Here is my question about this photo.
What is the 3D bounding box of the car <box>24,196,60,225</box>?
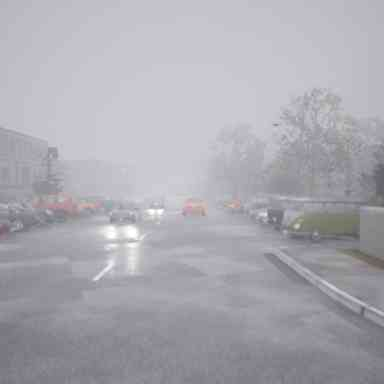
[{"bbox_3d":[-11.401,1.375,21.919,4.553,1.767,2.185,-1,0,-20],"label":"car"}]

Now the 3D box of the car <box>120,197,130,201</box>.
[{"bbox_3d":[-11.334,1.457,45.383,4.553,1.767,2.185,-1,-1,-20],"label":"car"}]

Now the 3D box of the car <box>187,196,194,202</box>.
[{"bbox_3d":[-0.403,1.951,95.499,2.097,1.535,5.008,0,-1,-1],"label":"car"}]

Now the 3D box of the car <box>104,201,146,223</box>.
[{"bbox_3d":[-5.036,1.623,25.785,1.895,1.301,4.718,0,0,0],"label":"car"}]

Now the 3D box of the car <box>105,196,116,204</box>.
[{"bbox_3d":[-11.320,1.542,36.588,5.008,1.535,2.097,-1,0,-20],"label":"car"}]

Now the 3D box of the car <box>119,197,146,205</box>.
[{"bbox_3d":[-11.256,1.718,62.993,4.674,1.452,2.002,-1,-1,-20],"label":"car"}]

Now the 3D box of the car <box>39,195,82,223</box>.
[{"bbox_3d":[-11.387,1.256,24.843,5.566,2.045,2.435,-1,0,-20],"label":"car"}]

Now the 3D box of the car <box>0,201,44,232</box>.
[{"bbox_3d":[-11.366,1.499,18.988,4.892,1.521,2.231,-1,0,-20],"label":"car"}]

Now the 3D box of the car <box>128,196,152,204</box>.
[{"bbox_3d":[-11.227,1.728,71.790,4.892,1.521,2.231,-1,0,-20],"label":"car"}]

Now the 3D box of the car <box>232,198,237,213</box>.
[{"bbox_3d":[6.467,1.558,30.610,4.674,1.452,2.002,1,0,-20],"label":"car"}]

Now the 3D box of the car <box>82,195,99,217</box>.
[{"bbox_3d":[-11.314,1.395,30.729,4.553,1.767,2.185,-1,0,-20],"label":"car"}]

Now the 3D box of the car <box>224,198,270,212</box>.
[{"bbox_3d":[6.488,1.552,39.439,4.892,1.521,2.231,1,-1,-20],"label":"car"}]

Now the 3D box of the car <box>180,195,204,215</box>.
[{"bbox_3d":[0.184,1.399,34.467,2.097,1.767,4.553,0,0,0],"label":"car"}]

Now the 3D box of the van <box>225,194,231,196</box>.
[{"bbox_3d":[6.612,1.341,42.430,4.442,1.987,1.878,1,-1,-20],"label":"van"}]

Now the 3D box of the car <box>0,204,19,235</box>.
[{"bbox_3d":[-11.350,1.524,16.061,4.792,1.488,2.163,-1,0,-20],"label":"car"}]

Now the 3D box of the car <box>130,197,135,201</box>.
[{"bbox_3d":[-11.300,1.598,48.322,4.892,1.521,2.231,-1,-1,-20],"label":"car"}]

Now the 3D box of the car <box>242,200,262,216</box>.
[{"bbox_3d":[6.457,1.545,24.716,4.674,1.452,2.002,1,0,-20],"label":"car"}]

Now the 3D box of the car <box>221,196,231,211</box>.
[{"bbox_3d":[6.314,1.534,36.430,5.366,1.575,1.946,1,0,-20],"label":"car"}]

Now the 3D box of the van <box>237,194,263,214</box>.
[{"bbox_3d":[6.359,1.284,27.618,4.442,1.987,1.878,1,0,-20],"label":"van"}]

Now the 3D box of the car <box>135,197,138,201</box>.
[{"bbox_3d":[-11.258,1.643,51.269,4.792,1.488,2.163,-1,-1,-20],"label":"car"}]

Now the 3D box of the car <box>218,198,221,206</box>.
[{"bbox_3d":[6.539,1.609,45.338,4.792,1.488,2.163,1,-1,-20],"label":"car"}]

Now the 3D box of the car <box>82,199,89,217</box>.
[{"bbox_3d":[-11.352,1.554,27.791,4.674,1.452,2.002,-1,0,-20],"label":"car"}]

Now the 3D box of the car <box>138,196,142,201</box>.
[{"bbox_3d":[-11.288,1.631,54.195,4.892,1.521,2.231,-1,-1,-20],"label":"car"}]

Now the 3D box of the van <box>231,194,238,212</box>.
[{"bbox_3d":[6.591,1.305,33.593,4.442,1.987,1.878,1,0,-20],"label":"van"}]

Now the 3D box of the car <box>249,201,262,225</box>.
[{"bbox_3d":[6.452,1.539,21.770,4.674,1.452,2.002,1,0,-20],"label":"car"}]

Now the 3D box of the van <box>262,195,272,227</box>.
[{"bbox_3d":[6.550,1.272,18.874,4.442,1.987,1.878,1,0,-20],"label":"van"}]

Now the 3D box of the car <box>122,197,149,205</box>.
[{"bbox_3d":[-11.253,1.695,65.927,4.892,1.521,2.231,-1,-1,-20],"label":"car"}]

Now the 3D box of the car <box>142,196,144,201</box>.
[{"bbox_3d":[-11.272,1.686,57.125,4.674,1.452,2.002,-1,-1,-20],"label":"car"}]

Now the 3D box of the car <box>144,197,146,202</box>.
[{"bbox_3d":[-11.434,1.661,59.990,5.366,1.575,1.946,-1,0,-20],"label":"car"}]

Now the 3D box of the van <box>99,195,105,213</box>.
[{"bbox_3d":[-11.445,1.307,33.612,4.442,1.987,1.878,-1,0,-20],"label":"van"}]

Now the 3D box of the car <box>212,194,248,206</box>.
[{"bbox_3d":[6.522,1.391,57.092,5.566,2.045,2.435,1,0,-20],"label":"car"}]

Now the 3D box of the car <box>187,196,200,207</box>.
[{"bbox_3d":[0.232,1.514,57.253,2.097,1.767,4.553,0,0,1],"label":"car"}]

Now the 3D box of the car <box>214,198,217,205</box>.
[{"bbox_3d":[6.562,1.657,54.173,4.792,1.488,2.163,1,-1,-20],"label":"car"}]

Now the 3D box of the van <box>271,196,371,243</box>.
[{"bbox_3d":[6.325,1.266,15.842,4.442,1.987,1.878,1,0,-20],"label":"van"}]

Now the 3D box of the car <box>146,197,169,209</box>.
[{"bbox_3d":[-4.882,1.603,47.898,2.128,1.511,4.902,0,0,0],"label":"car"}]

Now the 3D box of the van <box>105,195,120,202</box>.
[{"bbox_3d":[-11.214,1.326,39.567,4.442,1.987,1.878,-1,-1,-20],"label":"van"}]
